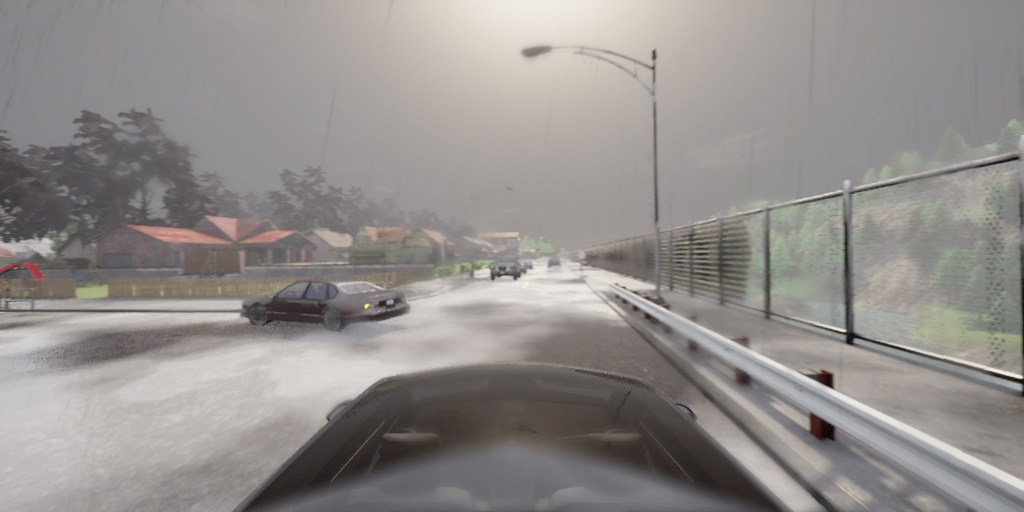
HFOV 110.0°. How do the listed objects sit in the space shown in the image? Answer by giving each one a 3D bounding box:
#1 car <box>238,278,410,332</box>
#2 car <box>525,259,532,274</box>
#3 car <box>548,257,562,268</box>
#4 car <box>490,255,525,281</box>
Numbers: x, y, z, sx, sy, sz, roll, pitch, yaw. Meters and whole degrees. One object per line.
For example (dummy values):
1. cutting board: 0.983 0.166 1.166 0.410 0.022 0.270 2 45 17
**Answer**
1. car: -5.767 1.381 10.984 5.357 1.411 2.033 -1 0 21
2. car: 0.802 1.244 40.916 2.033 1.411 5.357 -1 0 7
3. car: 6.679 0.939 56.168 2.097 1.767 4.553 -1 0 7
4. car: -0.440 0.949 30.748 2.150 2.045 5.566 -1 0 7
